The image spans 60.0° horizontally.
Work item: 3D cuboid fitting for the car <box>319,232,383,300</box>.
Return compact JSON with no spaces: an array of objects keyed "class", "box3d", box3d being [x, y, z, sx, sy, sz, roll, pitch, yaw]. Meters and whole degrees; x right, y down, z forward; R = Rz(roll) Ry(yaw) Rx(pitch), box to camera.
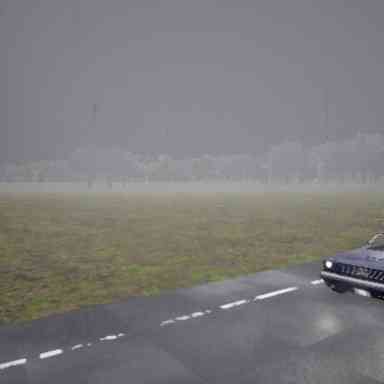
[{"class":"car","box3d":[5.002,1.571,7.558,4.718,1.301,1.895,0,0,-35]}]
